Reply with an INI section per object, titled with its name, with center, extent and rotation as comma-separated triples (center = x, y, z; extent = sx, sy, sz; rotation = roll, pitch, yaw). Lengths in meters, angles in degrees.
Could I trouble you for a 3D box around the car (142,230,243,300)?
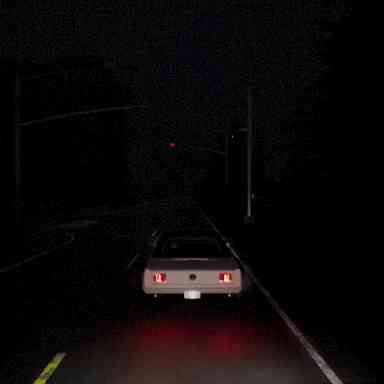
[car]
center = -0.026, 1.598, 8.336
extent = 1.895, 1.301, 4.718
rotation = 0, 0, -1
